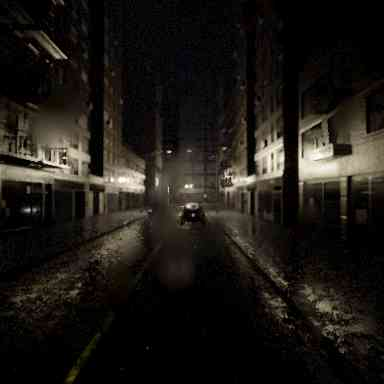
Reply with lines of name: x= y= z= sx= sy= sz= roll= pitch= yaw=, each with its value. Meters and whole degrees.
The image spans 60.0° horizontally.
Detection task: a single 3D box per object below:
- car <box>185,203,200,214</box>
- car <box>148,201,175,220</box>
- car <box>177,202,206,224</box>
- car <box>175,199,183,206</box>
car: x=0.059 y=2.179 z=45.425 sx=1.895 sy=1.301 sz=4.718 roll=0 pitch=-1 yaw=0
car: x=-3.102 y=1.769 z=33.108 sx=2.097 sy=1.767 sz=4.553 roll=0 pitch=-1 yaw=0
car: x=0.092 y=1.857 z=28.211 sx=2.163 sy=1.488 sz=4.792 roll=0 pitch=-1 yaw=0
car: x=-3.016 y=2.288 z=74.772 sx=2.097 sy=1.767 sz=4.553 roll=0 pitch=-1 yaw=0
